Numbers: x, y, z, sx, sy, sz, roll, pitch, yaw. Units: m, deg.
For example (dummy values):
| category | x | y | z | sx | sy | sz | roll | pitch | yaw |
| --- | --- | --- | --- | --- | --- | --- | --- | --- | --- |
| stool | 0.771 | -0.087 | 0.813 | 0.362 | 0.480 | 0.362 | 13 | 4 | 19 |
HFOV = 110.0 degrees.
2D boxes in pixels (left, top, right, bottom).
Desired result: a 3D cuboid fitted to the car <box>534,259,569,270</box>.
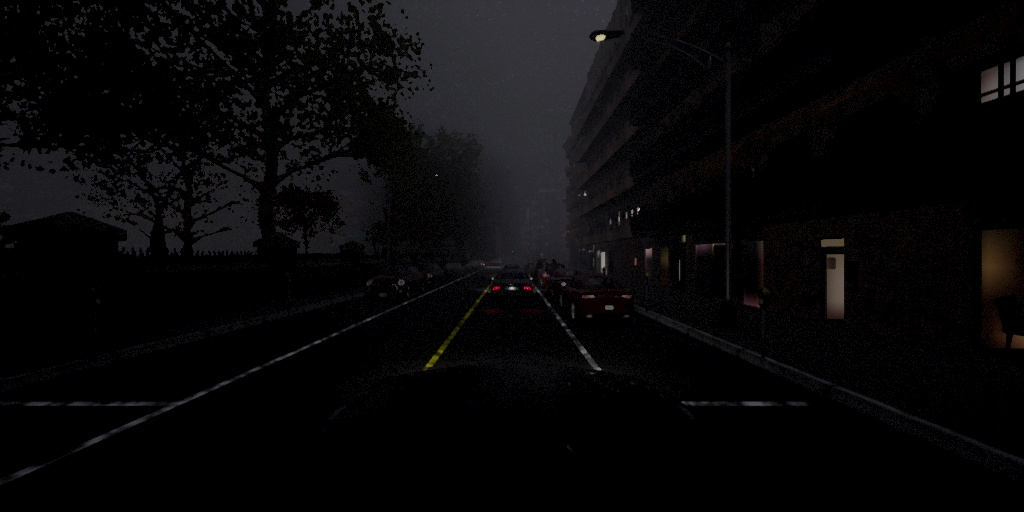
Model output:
| category | x | y | z | sx | sy | sz | roll | pitch | yaw |
| --- | --- | --- | --- | --- | --- | --- | --- | --- | --- |
| car | 2.691 | 1.192 | 23.404 | 1.967 | 1.591 | 4.097 | 0 | 0 | 0 |

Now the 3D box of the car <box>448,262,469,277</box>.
| category | x | y | z | sx | sy | sz | roll | pitch | yaw |
| --- | --- | --- | --- | --- | --- | --- | --- | --- | --- |
| car | -5.689 | 1.308 | 34.665 | 2.007 | 1.370 | 4.403 | 0 | 0 | 0 |

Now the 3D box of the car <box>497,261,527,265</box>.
| category | x | y | z | sx | sy | sz | roll | pitch | yaw |
| --- | --- | --- | --- | --- | --- | --- | --- | --- | --- |
| car | 0.000 | 1.329 | 31.501 | 1.994 | 1.385 | 4.181 | 0 | 0 | 0 |

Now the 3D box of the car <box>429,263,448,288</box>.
| category | x | y | z | sx | sy | sz | roll | pitch | yaw |
| --- | --- | --- | --- | --- | --- | --- | --- | --- | --- |
| car | -5.689 | 1.192 | 23.403 | 1.967 | 1.591 | 4.097 | 0 | 0 | 0 |

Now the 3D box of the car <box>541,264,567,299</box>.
| category | x | y | z | sx | sy | sz | roll | pitch | yaw |
| --- | --- | --- | --- | --- | --- | --- | --- | --- | --- |
| car | 2.691 | 1.295 | 17.775 | 1.888 | 1.381 | 4.507 | 0 | 0 | 0 |

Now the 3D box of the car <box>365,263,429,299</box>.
| category | x | y | z | sx | sy | sz | roll | pitch | yaw |
| --- | --- | --- | --- | --- | --- | --- | --- | --- | --- |
| car | -5.689 | 1.190 | 17.775 | 1.967 | 1.591 | 4.097 | 0 | 0 | 0 |

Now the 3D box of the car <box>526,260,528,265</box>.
| category | x | y | z | sx | sy | sz | roll | pitch | yaw |
| --- | --- | --- | --- | --- | --- | --- | --- | --- | --- |
| car | 2.691 | 1.197 | 34.666 | 1.967 | 1.591 | 4.097 | 0 | 0 | 0 |

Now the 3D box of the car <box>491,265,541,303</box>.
| category | x | y | z | sx | sy | sz | roll | pitch | yaw |
| --- | --- | --- | --- | --- | --- | --- | --- | --- | --- |
| car | 0.000 | 1.314 | 16.501 | 2.033 | 1.411 | 5.357 | 0 | 0 | 0 |

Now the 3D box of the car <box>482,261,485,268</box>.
| category | x | y | z | sx | sy | sz | roll | pitch | yaw |
| --- | --- | --- | --- | --- | --- | --- | --- | --- | --- |
| car | -5.689 | 1.326 | 57.185 | 2.007 | 1.370 | 4.403 | 0 | 0 | 0 |

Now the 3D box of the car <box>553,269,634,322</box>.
| category | x | y | z | sx | sy | sz | roll | pitch | yaw |
| --- | --- | --- | --- | --- | --- | --- | --- | --- | --- |
| car | 2.692 | 1.293 | 12.145 | 1.888 | 1.381 | 4.507 | 0 | 0 | 0 |

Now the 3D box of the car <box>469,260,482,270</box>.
| category | x | y | z | sx | sy | sz | roll | pitch | yaw |
| --- | --- | --- | --- | --- | --- | --- | --- | --- | --- |
| car | -5.689 | 1.295 | 51.385 | 1.751 | 1.417 | 4.829 | 0 | 0 | 0 |

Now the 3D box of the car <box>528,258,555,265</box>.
| category | x | y | z | sx | sy | sz | roll | pitch | yaw |
| --- | --- | --- | --- | --- | --- | --- | --- | --- | --- |
| car | 2.691 | 1.069 | 29.034 | 2.192 | 1.841 | 5.009 | 0 | 0 | 0 |
